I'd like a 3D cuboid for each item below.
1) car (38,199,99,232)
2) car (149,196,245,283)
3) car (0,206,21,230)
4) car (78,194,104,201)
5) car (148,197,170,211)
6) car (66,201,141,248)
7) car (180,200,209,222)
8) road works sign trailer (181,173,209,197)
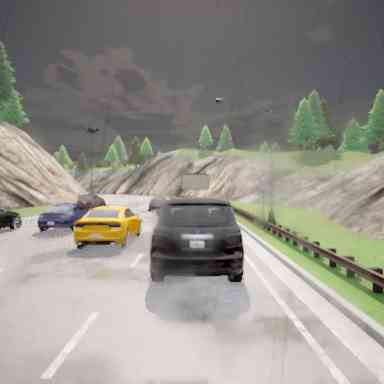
[{"bbox_3d":[-6.881,1.344,18.504,1.812,1.442,4.674,0,0,0],"label":"car"},{"bbox_3d":[0.117,1.128,9.497,2.150,2.045,5.566,0,1,0],"label":"car"},{"bbox_3d":[-10.369,1.330,16.473,2.128,1.511,4.902,0,1,0],"label":"car"},{"bbox_3d":[-10.390,1.019,34.136,2.097,1.767,4.553,0,1,-1],"label":"car"},{"bbox_3d":[-3.406,1.218,35.059,1.994,1.385,4.181,0,0,-1],"label":"car"},{"bbox_3d":[-3.374,1.338,14.101,1.882,1.535,5.008,0,1,0],"label":"car"},{"bbox_3d":[0.168,1.315,24.526,1.994,1.385,4.181,0,0,0],"label":"car"},{"bbox_3d":[0.265,0.187,28.012,2.380,3.560,2.880,0,1,0],"label":"road works sign trailer"}]
